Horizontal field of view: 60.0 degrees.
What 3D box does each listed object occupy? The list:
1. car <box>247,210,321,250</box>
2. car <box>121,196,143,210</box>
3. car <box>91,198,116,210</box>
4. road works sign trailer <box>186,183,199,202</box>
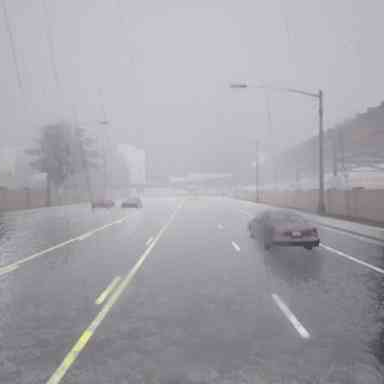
[{"bbox_3d":[3.606,1.474,13.971,2.033,1.411,5.357,0,0,0],"label":"car"},{"bbox_3d":[-7.065,1.261,39.304,1.882,1.535,5.008,0,0,0],"label":"car"},{"bbox_3d":[-10.567,1.382,39.843,1.895,1.301,4.718,0,0,0],"label":"car"},{"bbox_3d":[0.032,0.100,65.023,2.380,3.560,2.880,0,0,0],"label":"road works sign trailer"}]
